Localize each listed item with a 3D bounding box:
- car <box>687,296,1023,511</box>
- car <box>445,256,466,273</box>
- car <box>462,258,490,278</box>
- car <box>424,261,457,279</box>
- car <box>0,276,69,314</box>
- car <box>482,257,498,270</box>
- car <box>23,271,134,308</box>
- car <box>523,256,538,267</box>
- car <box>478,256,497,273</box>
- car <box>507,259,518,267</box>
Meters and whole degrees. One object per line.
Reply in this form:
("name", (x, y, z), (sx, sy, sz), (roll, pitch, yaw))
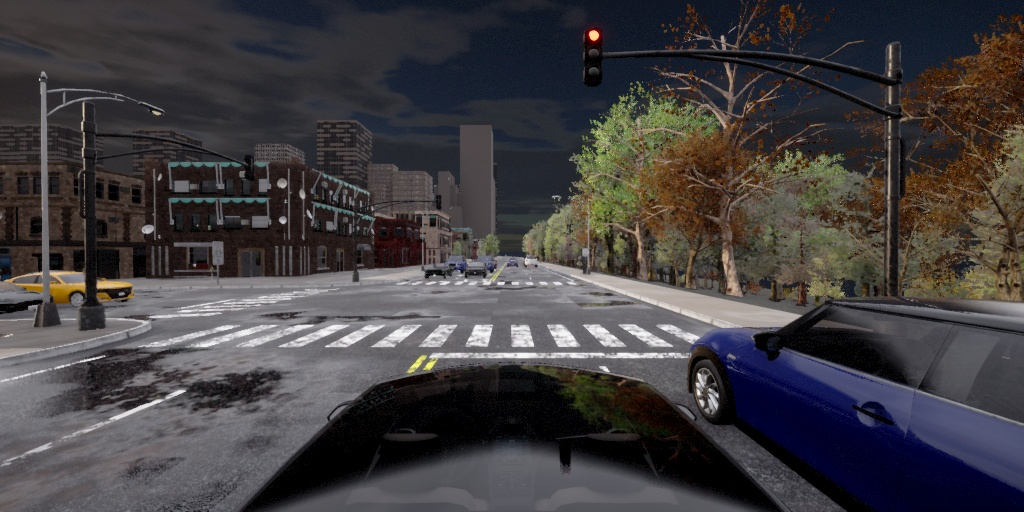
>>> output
("car", (3.351, 1.102, 2.888), (2.097, 1.767, 4.553), (0, 0, 0))
("car", (-6.579, 0.957, 42.530), (2.150, 2.045, 5.566), (0, 0, 0))
("car", (-3.344, 1.217, 34.003), (1.882, 1.535, 5.008), (0, 0, -2))
("car", (-6.598, 1.341, 32.772), (1.895, 1.301, 4.718), (0, 0, 0))
("car", (-19.946, 1.564, 13.347), (4.313, 1.339, 1.948), (0, 0, 0))
("car", (-3.327, 1.083, 54.306), (2.097, 1.767, 4.553), (0, 0, 0))
("car", (-20.008, 1.450, 16.042), (5.008, 1.535, 1.882), (-1, 1, -1))
("car", (3.358, 0.948, 63.696), (2.150, 2.045, 5.566), (0, 0, 0))
("car", (-3.338, 0.957, 44.035), (2.150, 2.045, 5.566), (0, 0, 0))
("car", (0.105, 1.252, 64.545), (1.812, 1.442, 4.674), (0, 0, 0))
